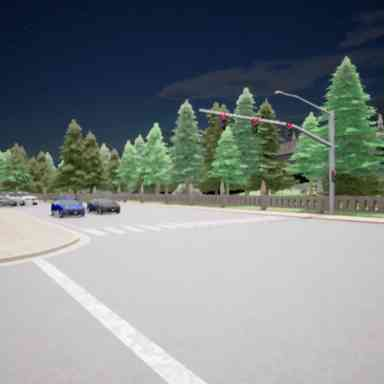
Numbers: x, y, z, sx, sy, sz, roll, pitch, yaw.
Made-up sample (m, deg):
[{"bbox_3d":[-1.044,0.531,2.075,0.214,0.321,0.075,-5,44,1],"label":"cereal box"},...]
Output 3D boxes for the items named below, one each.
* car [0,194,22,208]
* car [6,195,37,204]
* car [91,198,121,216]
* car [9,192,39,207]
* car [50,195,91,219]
[{"bbox_3d":[-25.614,1.373,45.031,4.892,1.490,1.837,-1,0,33],"label":"car"},{"bbox_3d":[-30.244,1.312,58.874,4.892,1.490,1.837,0,0,15],"label":"car"},{"bbox_3d":[-8.202,1.271,30.655,1.882,1.535,5.008,-1,1,-35],"label":"car"},{"bbox_3d":[-24.844,1.054,48.717,5.566,2.045,2.150,-1,0,31],"label":"car"},{"bbox_3d":[-10.380,1.318,27.664,1.882,1.535,5.008,-1,1,-35],"label":"car"}]
